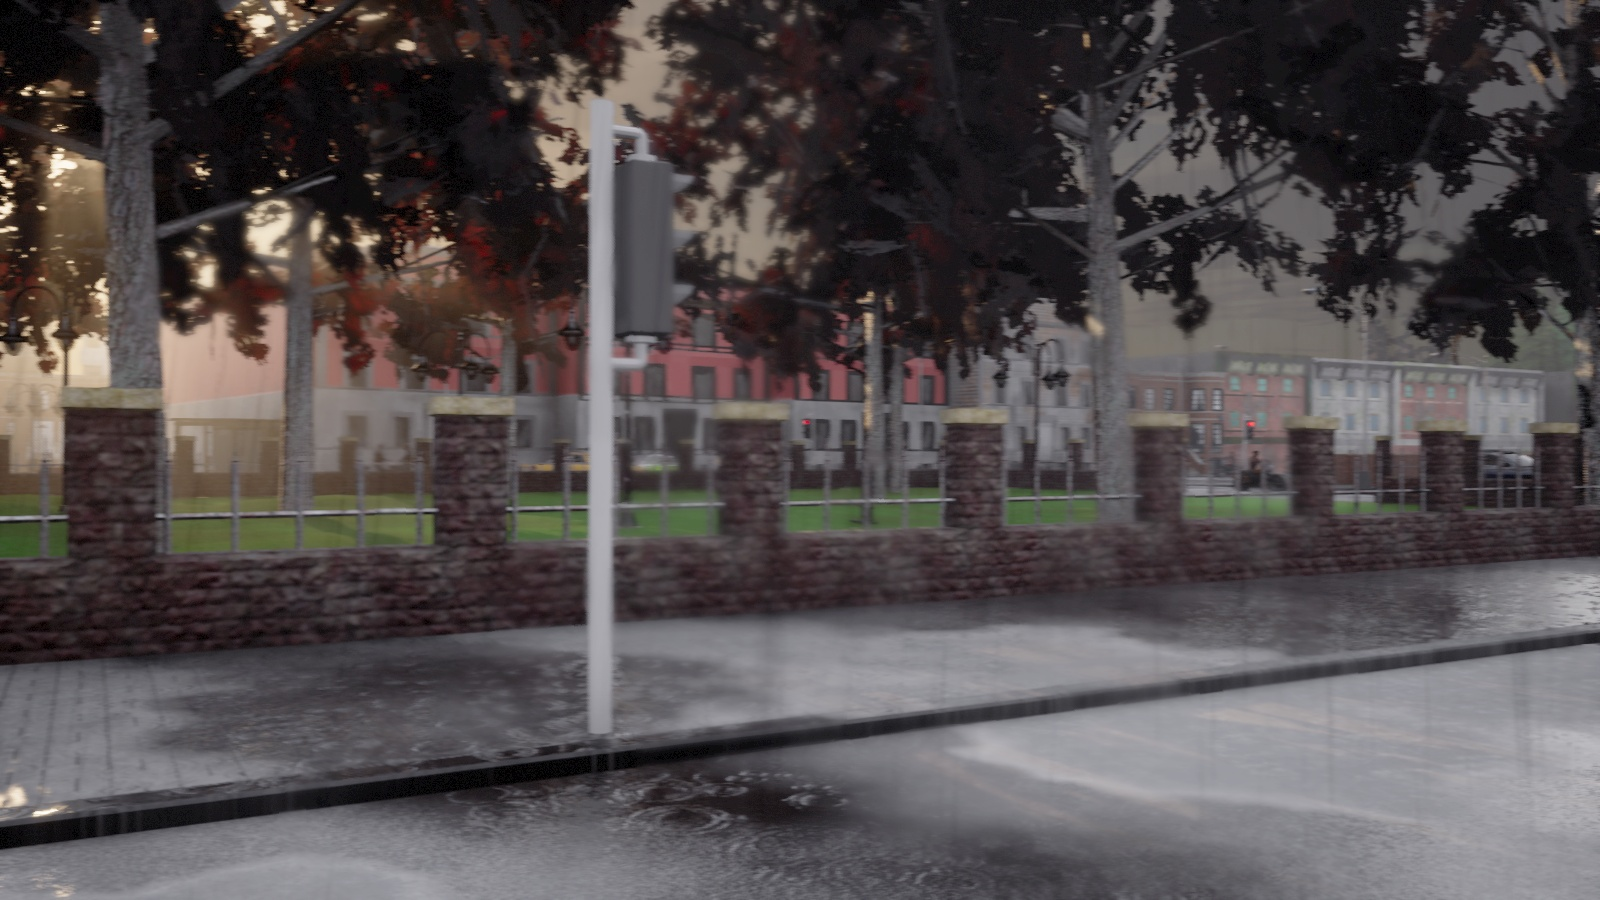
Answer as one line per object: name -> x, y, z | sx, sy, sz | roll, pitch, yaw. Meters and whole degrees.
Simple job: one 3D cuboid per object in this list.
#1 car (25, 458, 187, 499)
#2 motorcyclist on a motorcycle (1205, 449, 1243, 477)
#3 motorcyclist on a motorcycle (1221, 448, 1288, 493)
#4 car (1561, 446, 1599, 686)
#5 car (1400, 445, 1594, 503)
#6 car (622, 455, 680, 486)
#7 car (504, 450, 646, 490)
car -> -23.567, 0.948, 42.755 | 4.718, 1.301, 1.895 | 0, 0, -30
motorcyclist on a motorcycle -> 25.426, 0.771, 75.279 | 2.350, 1.649, 0.766 | 0, 0, -30
motorcyclist on a motorcycle -> 16.814, 0.740, 46.522 | 0.766, 1.649, 2.350 | 0, 0, -31
car -> 6.936, 0.711, 8.072 | 3.806, 1.475, 1.970 | 0, 0, -31
car -> 21.307, 0.700, 38.609 | 2.033, 1.649, 4.856 | 0, 0, -31
car -> -6.762, 0.898, 56.920 | 2.207, 1.376, 1.481 | 0, 0, -29
car -> -9.102, 0.776, 51.016 | 5.366, 1.575, 1.801 | 0, 0, -29
